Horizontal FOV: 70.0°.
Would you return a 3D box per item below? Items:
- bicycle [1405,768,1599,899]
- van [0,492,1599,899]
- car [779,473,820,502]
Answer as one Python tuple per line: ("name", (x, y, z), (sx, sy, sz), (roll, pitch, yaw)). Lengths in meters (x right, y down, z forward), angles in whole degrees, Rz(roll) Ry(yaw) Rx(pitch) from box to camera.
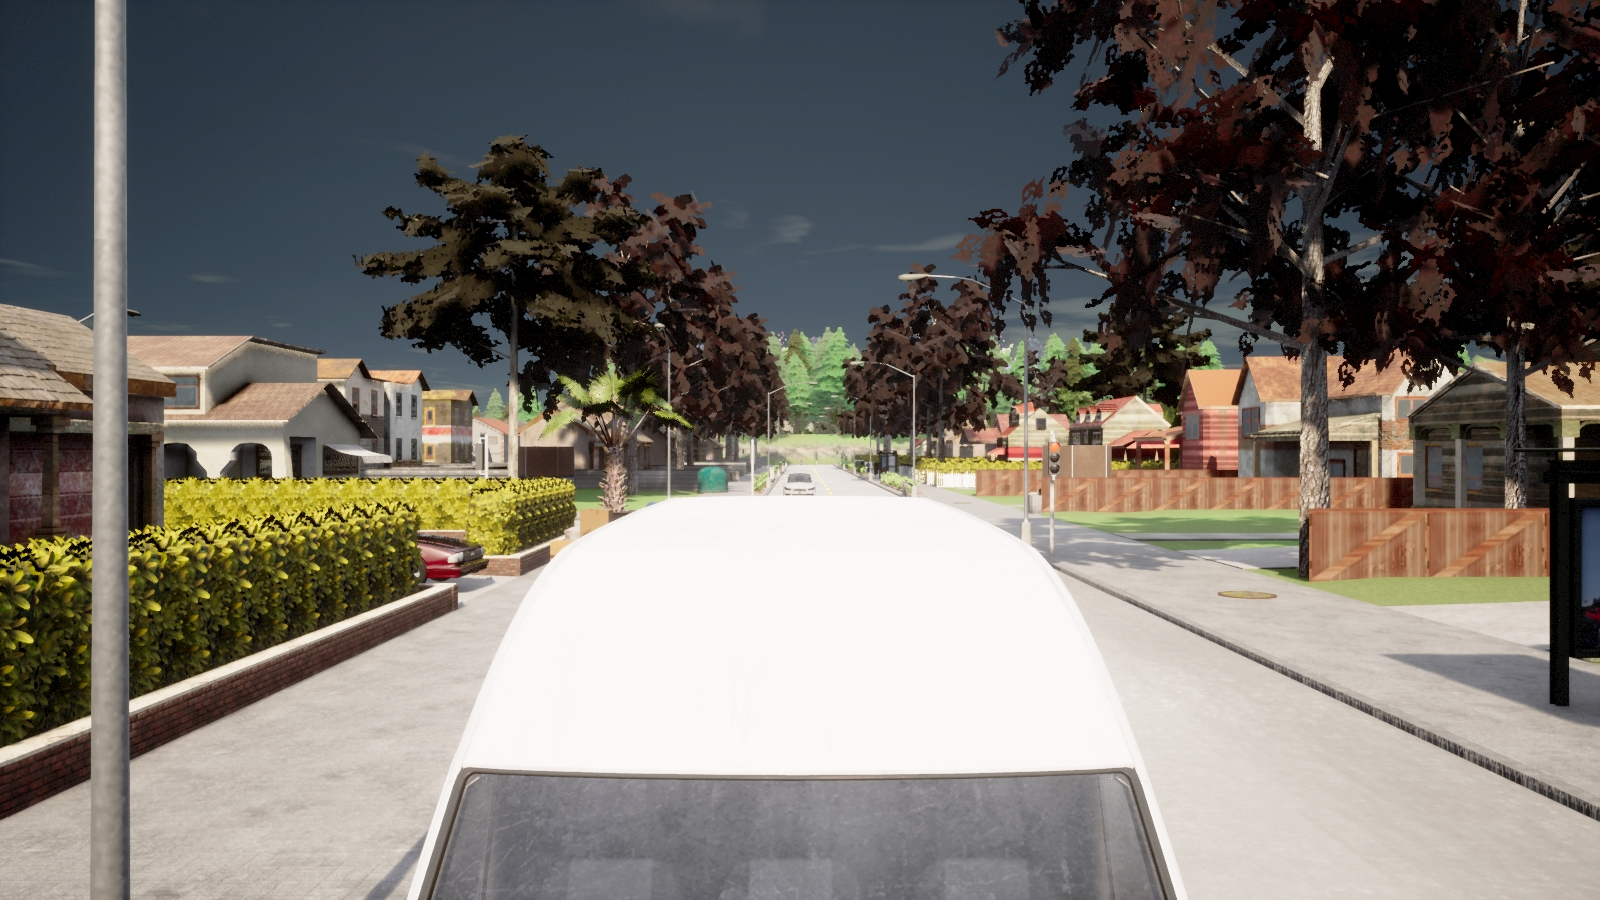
("bicycle", (2.687, 2.062, 3.843), (0.329, 1.471, 1.835), (0, 0, 0))
("van", (0.002, 1.537, 4.030), (1.988, 2.561, 5.915), (0, 0, 0))
("car", (-0.023, 2.088, 64.160), (2.231, 1.480, 4.892), (0, 0, 0))
